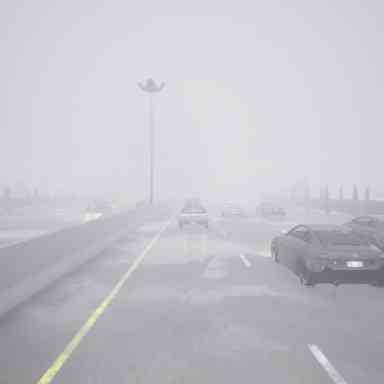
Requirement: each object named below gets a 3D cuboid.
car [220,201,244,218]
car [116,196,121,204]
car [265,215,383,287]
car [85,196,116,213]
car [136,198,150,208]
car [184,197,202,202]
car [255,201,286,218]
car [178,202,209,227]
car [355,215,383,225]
[{"bbox_3d":[3.584,1.527,30.217,1.812,1.442,4.674,0,0,0],"label":"car"},{"bbox_3d":[-13.914,1.480,58.747,1.882,1.535,5.008,0,0,2],"label":"car"},{"bbox_3d":[3.599,1.565,9.356,1.994,1.385,4.181,0,0,0],"label":"car"},{"bbox_3d":[-10.590,1.492,37.778,2.128,1.511,4.902,0,0,0],"label":"car"},{"bbox_3d":[-7.060,1.566,49.112,1.994,1.385,4.181,0,0,1],"label":"car"},{"bbox_3d":[0.096,1.354,40.719,2.097,1.767,4.553,0,0,0],"label":"car"},{"bbox_3d":[7.097,1.549,30.487,2.033,1.411,5.357,0,0,0],"label":"car"},{"bbox_3d":[0.096,1.602,22.465,1.895,1.301,4.718,0,0,0],"label":"car"},{"bbox_3d":[7.098,1.565,12.770,1.994,1.385,4.181,0,0,0],"label":"car"}]
